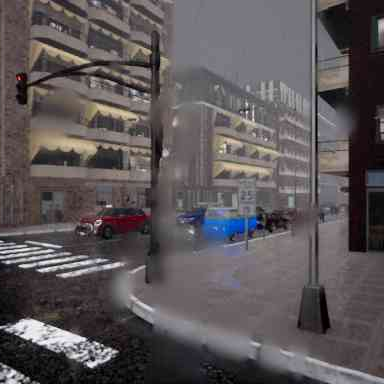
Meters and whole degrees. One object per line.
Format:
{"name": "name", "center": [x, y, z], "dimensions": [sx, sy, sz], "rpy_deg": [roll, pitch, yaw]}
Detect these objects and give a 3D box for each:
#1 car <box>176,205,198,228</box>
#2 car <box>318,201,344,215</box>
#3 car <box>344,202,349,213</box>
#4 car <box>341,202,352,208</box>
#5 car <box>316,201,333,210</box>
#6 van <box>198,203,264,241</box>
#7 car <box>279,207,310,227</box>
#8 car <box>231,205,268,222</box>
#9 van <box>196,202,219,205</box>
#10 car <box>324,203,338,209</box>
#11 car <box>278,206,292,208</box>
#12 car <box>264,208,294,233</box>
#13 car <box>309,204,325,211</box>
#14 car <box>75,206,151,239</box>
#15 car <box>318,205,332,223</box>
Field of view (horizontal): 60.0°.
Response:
{"name": "car", "center": [0.651, 1.995, 26.640], "dimensions": [1.812, 1.442, 4.674], "rpy_deg": [0, -1, 36]}
{"name": "car", "center": [20.055, 2.520, 48.373], "dimensions": [2.128, 1.511, 4.902], "rpy_deg": [0, -1, 35]}
{"name": "car", "center": [26.005, 2.732, 56.736], "dimensions": [1.837, 1.490, 4.892], "rpy_deg": [0, -1, 36]}
{"name": "car", "center": [40.206, 3.389, 86.681], "dimensions": [1.752, 1.417, 4.829], "rpy_deg": [-1, -2, 35]}
{"name": "car", "center": [27.449, 2.742, 68.773], "dimensions": [2.192, 1.841, 5.009], "rpy_deg": [-1, -2, 35]}
{"name": "van", "center": [2.285, 1.710, 18.753], "dimensions": [1.690, 1.788, 3.998], "rpy_deg": [-1, -2, 35]}
{"name": "car", "center": [8.574, 2.164, 27.870], "dimensions": [1.802, 1.307, 4.206], "rpy_deg": [-1, -2, 35]}
{"name": "car", "center": [5.979, 2.151, 34.114], "dimensions": [1.837, 1.490, 4.892], "rpy_deg": [0, -1, 36]}
{"name": "van", "center": [1.744, 1.916, 32.675], "dimensions": [1.690, 1.788, 3.998], "rpy_deg": [-1, -2, 35]}
{"name": "car", "center": [30.663, 3.077, 73.280], "dimensions": [1.887, 1.381, 4.507], "rpy_deg": [-1, -2, 35]}
{"name": "car", "center": [11.754, 2.438, 42.178], "dimensions": [1.895, 1.301, 4.718], "rpy_deg": [0, -1, 36]}
{"name": "car", "center": [5.362, 2.042, 23.358], "dimensions": [1.947, 1.339, 4.313], "rpy_deg": [-1, -2, 35]}
{"name": "car", "center": [24.237, 2.903, 64.255], "dimensions": [1.802, 1.307, 4.206], "rpy_deg": [-1, -2, 35]}
{"name": "car", "center": [-4.492, 1.650, 19.379], "dimensions": [2.097, 1.767, 4.553], "rpy_deg": [0, -1, 35]}
{"name": "car", "center": [11.788, 2.240, 32.383], "dimensions": [2.008, 1.369, 4.403], "rpy_deg": [-1, -2, 35]}
